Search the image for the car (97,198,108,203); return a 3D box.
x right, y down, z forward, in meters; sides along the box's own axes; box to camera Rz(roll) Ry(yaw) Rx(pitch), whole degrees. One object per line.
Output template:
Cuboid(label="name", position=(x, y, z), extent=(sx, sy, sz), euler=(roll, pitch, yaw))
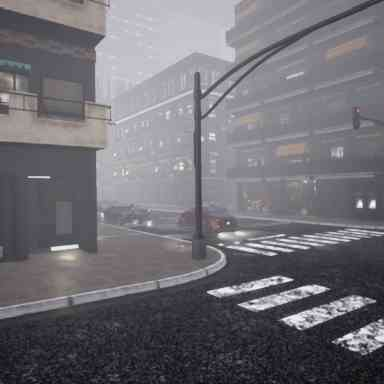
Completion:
Cuboid(label="car", position=(-11.603, 1.546, 37.676), extent=(1.837, 1.490, 4.892), euler=(-1, 1, -36))

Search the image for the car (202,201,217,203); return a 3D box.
Cuboid(label="car", position=(1.234, 1.512, 29.204), extent=(2.008, 1.369, 4.403), euler=(-1, 1, -36))

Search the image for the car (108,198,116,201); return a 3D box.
Cuboid(label="car", position=(-11.891, 1.518, 47.264), extent=(1.887, 1.381, 4.507), euler=(-1, 1, -36))

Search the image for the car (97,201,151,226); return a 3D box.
Cuboid(label="car", position=(-5.140, 1.631, 24.571), extent=(1.947, 1.339, 4.313), euler=(-1, 1, -36))

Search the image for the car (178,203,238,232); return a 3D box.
Cuboid(label="car", position=(0.882, 1.592, 20.467), extent=(1.994, 1.385, 4.181), euler=(-1, 0, -36))

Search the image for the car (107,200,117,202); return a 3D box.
Cuboid(label="car", position=(-5.475, 1.636, 29.230), extent=(1.895, 1.301, 4.718), euler=(-1, 1, -36))
